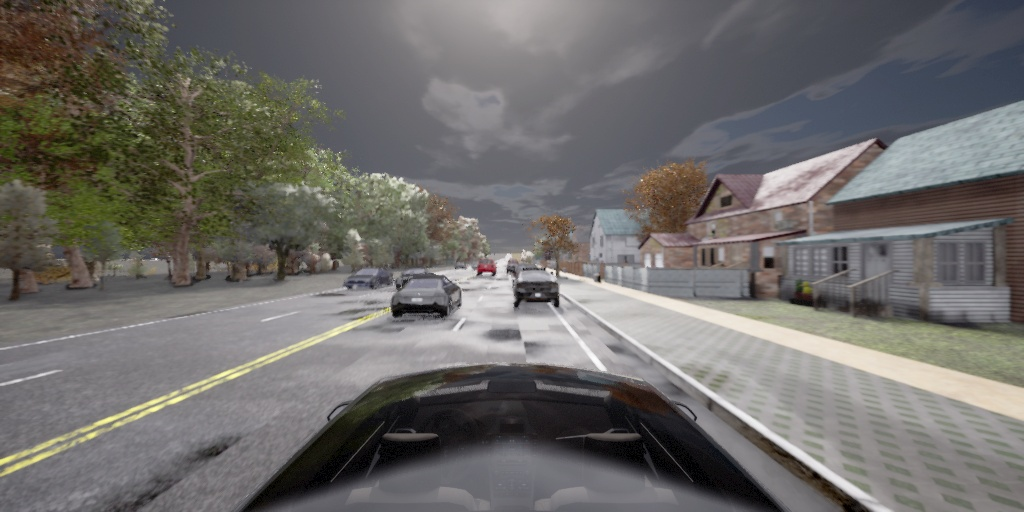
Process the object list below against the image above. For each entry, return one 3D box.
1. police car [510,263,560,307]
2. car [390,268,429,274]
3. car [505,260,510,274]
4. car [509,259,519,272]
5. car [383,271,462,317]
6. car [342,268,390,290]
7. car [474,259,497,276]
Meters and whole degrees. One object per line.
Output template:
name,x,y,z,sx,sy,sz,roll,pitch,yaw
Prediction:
police car,1.010,1.312,16.396,1.930,1.638,5.238,0,-1,0
car,-6.539,1.538,24.639,1.994,1.385,4.181,0,-1,0
car,0.119,1.693,50.418,1.837,1.490,4.892,0,0,0
car,1.033,1.330,26.257,2.097,1.767,4.553,0,-1,0
car,-3.122,1.433,13.818,1.994,1.385,4.181,0,-1,0
car,-9.791,1.530,25.087,2.033,1.411,5.357,0,-1,0
car,-3.051,1.364,44.510,2.150,2.045,5.566,0,0,0
